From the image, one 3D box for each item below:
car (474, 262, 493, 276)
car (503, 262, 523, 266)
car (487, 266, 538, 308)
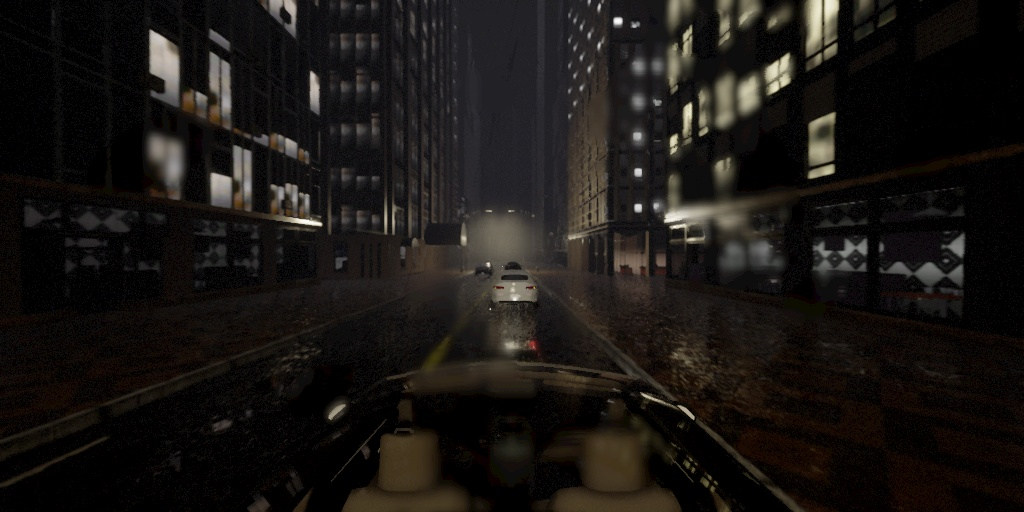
[{"bbox_3d":[-2.999,1.410,39.693,2.033,1.411,5.357,0,0,0],"label":"car"},{"bbox_3d":[0.105,1.361,37.944,1.837,1.490,4.892,0,0,0],"label":"car"},{"bbox_3d":[0.105,1.312,15.303,1.812,1.442,4.674,0,0,0],"label":"car"}]
